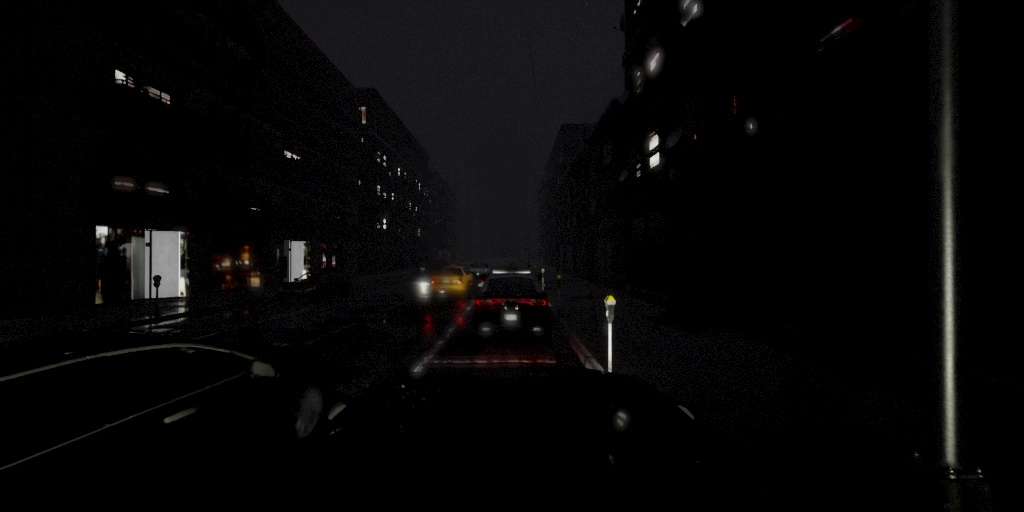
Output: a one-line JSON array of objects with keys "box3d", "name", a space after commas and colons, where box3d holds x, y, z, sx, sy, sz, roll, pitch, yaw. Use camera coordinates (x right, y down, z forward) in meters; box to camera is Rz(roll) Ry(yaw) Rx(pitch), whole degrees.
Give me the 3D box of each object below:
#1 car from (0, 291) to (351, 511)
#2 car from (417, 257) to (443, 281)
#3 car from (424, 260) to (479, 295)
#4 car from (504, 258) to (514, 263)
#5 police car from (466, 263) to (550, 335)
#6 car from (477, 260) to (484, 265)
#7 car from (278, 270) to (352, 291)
[{"box3d": [-3.052, 1.256, 2.323, 1.837, 1.490, 4.892, 0, 0, 0], "name": "car"}, {"box3d": [-6.242, 1.102, 30.348, 2.097, 1.767, 4.553, 0, 0, 0], "name": "car"}, {"box3d": [-3.144, 1.207, 19.688, 1.801, 1.575, 5.366, 0, 0, 0], "name": "car"}, {"box3d": [-0.456, 1.275, 39.173, 1.751, 1.417, 4.829, 0, 0, 0], "name": "car"}, {"box3d": [-0.011, 1.175, 10.609, 1.930, 1.638, 5.238, 0, 0, 0], "name": "police car"}, {"box3d": [-3.048, 1.351, 34.840, 1.895, 1.301, 4.718, 0, 0, 0], "name": "car"}, {"box3d": [-8.837, 1.333, 16.462, 1.802, 1.307, 4.207, 0, 0, 0], "name": "car"}]
